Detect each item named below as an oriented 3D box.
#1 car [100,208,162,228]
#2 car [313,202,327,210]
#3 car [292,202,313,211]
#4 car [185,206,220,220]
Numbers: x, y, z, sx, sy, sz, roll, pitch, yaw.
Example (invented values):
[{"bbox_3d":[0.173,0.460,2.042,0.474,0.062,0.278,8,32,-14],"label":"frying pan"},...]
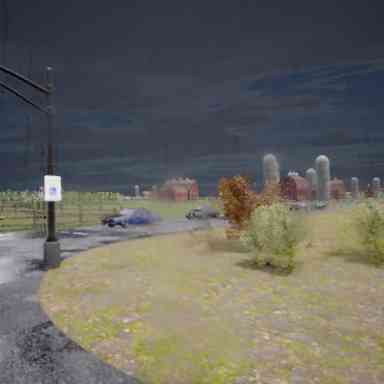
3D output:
[{"bbox_3d":[-4.699,2.023,26.586,2.033,1.411,5.357,-2,-2,36],"label":"car"},{"bbox_3d":[21.673,2.416,57.048,1.895,1.301,4.718,-2,-2,36],"label":"car"},{"bbox_3d":[15.714,2.206,48.722,1.837,1.490,4.892,-2,-2,36],"label":"car"},{"bbox_3d":[1.131,2.149,34.676,1.994,1.385,4.181,-2,-2,36],"label":"car"}]
